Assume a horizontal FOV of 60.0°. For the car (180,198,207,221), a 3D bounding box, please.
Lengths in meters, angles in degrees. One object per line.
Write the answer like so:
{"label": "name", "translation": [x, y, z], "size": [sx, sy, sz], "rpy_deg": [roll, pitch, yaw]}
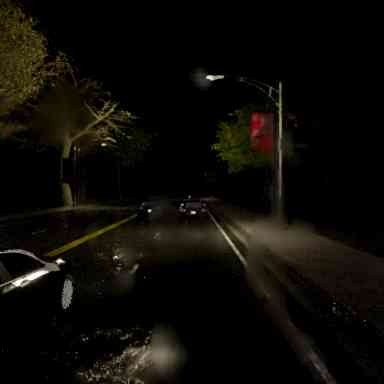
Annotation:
{"label": "car", "translation": [0.103, 1.382, 24.962], "size": [1.994, 1.385, 4.181], "rpy_deg": [0, 0, 0]}

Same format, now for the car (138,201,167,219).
{"label": "car", "translation": [-3.147, 1.369, 26.884], "size": [1.994, 1.385, 4.181], "rpy_deg": [0, 0, 0]}

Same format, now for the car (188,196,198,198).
{"label": "car", "translation": [0.106, 1.253, 41.490], "size": [2.033, 1.411, 5.357], "rpy_deg": [0, 0, 0]}

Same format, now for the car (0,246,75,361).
{"label": "car", "translation": [-3.150, 1.470, 4.495], "size": [1.837, 1.490, 4.892], "rpy_deg": [0, 0, 0]}
